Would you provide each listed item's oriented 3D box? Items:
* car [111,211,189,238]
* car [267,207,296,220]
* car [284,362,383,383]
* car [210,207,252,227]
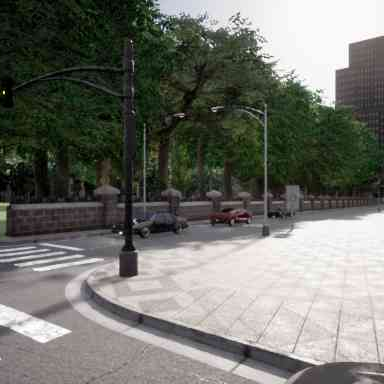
[{"bbox_3d":[-2.321,1.888,20.214,2.033,1.411,5.357,0,-1,35],"label":"car"},{"bbox_3d":[10.115,2.390,37.793,1.895,1.301,4.718,0,-1,35],"label":"car"},{"bbox_3d":[2.351,1.551,1.286,4.403,1.369,2.008,0,0,36],"label":"car"},{"bbox_3d":[3.419,2.022,28.334,1.882,1.535,5.008,0,-1,35],"label":"car"}]
